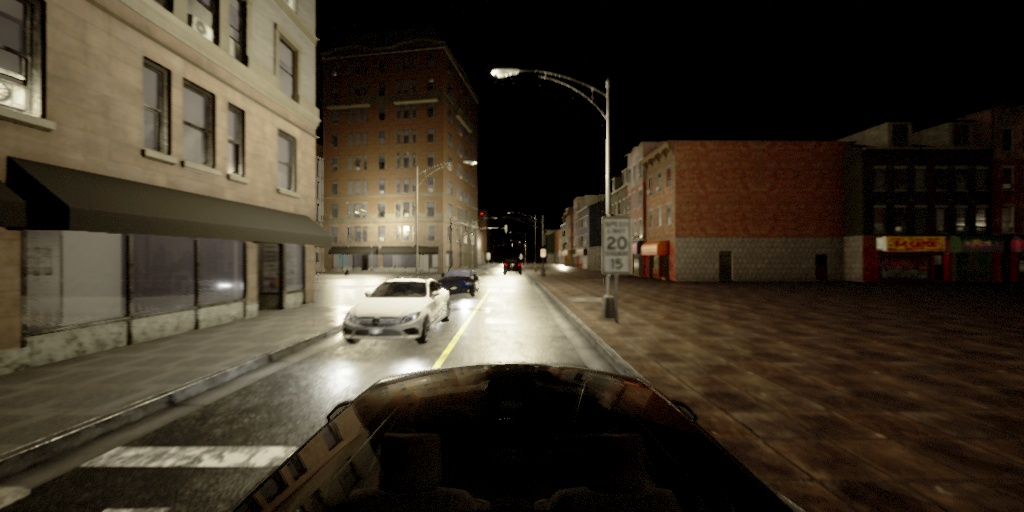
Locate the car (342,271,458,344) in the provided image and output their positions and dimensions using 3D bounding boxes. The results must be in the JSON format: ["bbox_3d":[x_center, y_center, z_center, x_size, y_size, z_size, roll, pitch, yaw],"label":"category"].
[{"bbox_3d":[-2.851,1.312,9.848,1.812,1.442,4.674,0,0,0],"label":"car"}]

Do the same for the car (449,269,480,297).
[{"bbox_3d":[-2.845,1.395,19.509,1.994,1.385,4.181,0,0,0],"label":"car"}]

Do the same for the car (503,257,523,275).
[{"bbox_3d":[0.085,1.169,42.738,2.150,2.045,5.566,0,0,0],"label":"car"}]
